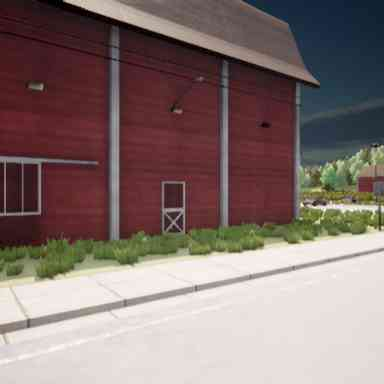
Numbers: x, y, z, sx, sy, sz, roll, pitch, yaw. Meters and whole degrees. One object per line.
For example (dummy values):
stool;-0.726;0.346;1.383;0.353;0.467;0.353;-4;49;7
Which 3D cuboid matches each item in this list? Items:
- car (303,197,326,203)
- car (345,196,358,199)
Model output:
car;18.813;1.453;51.007;4.193;1.474;1.816;0;0;-36
car;28.493;1.471;59.565;3.905;1.438;1.784;0;0;-36
